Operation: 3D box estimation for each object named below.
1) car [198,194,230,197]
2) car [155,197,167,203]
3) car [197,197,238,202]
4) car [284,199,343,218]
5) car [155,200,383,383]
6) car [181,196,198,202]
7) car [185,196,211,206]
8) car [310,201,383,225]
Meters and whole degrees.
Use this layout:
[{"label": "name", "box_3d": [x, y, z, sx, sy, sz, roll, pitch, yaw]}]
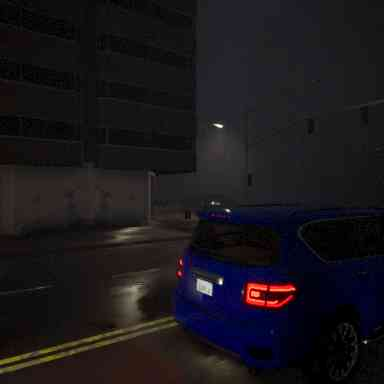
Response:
[{"label": "car", "box_3d": [3.608, 1.221, 42.118, 2.150, 2.045, 5.566, 0, 0, -36]}, {"label": "car", "box_3d": [-6.039, 1.504, 55.474, 2.128, 1.511, 4.902, 0, 0, -36]}, {"label": "car", "box_3d": [3.231, 1.547, 36.701, 2.033, 1.411, 5.357, 0, 0, -36]}, {"label": "car", "box_3d": [11.398, 1.491, 31.455, 2.128, 1.511, 4.902, 0, 0, -36]}, {"label": "car", "box_3d": [2.348, 1.221, 5.483, 5.566, 2.045, 2.150, 0, 0, -35]}, {"label": "car", "box_3d": [0.188, 1.352, 53.043, 2.097, 1.767, 4.553, 0, 0, -36]}, {"label": "car", "box_3d": [1.029, 1.478, 57.832, 1.882, 1.535, 5.008, 0, 0, -36]}, {"label": "car", "box_3d": [11.671, 1.491, 25.152, 2.128, 1.511, 4.902, 0, 0, -36]}]
